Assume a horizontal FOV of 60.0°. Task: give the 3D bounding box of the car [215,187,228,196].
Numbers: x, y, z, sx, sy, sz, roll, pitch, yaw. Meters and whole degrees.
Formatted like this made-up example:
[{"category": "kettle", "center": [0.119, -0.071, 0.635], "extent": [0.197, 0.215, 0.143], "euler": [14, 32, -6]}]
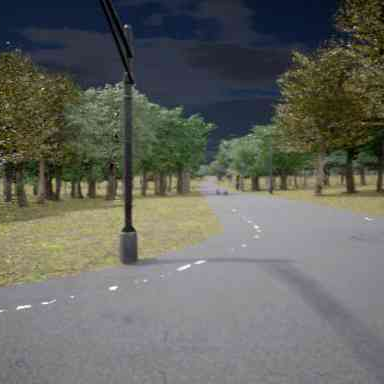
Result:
[{"category": "car", "center": [5.018, -0.109, 57.042], "extent": [1.812, 1.442, 4.674], "euler": [0, 1, 0]}]
